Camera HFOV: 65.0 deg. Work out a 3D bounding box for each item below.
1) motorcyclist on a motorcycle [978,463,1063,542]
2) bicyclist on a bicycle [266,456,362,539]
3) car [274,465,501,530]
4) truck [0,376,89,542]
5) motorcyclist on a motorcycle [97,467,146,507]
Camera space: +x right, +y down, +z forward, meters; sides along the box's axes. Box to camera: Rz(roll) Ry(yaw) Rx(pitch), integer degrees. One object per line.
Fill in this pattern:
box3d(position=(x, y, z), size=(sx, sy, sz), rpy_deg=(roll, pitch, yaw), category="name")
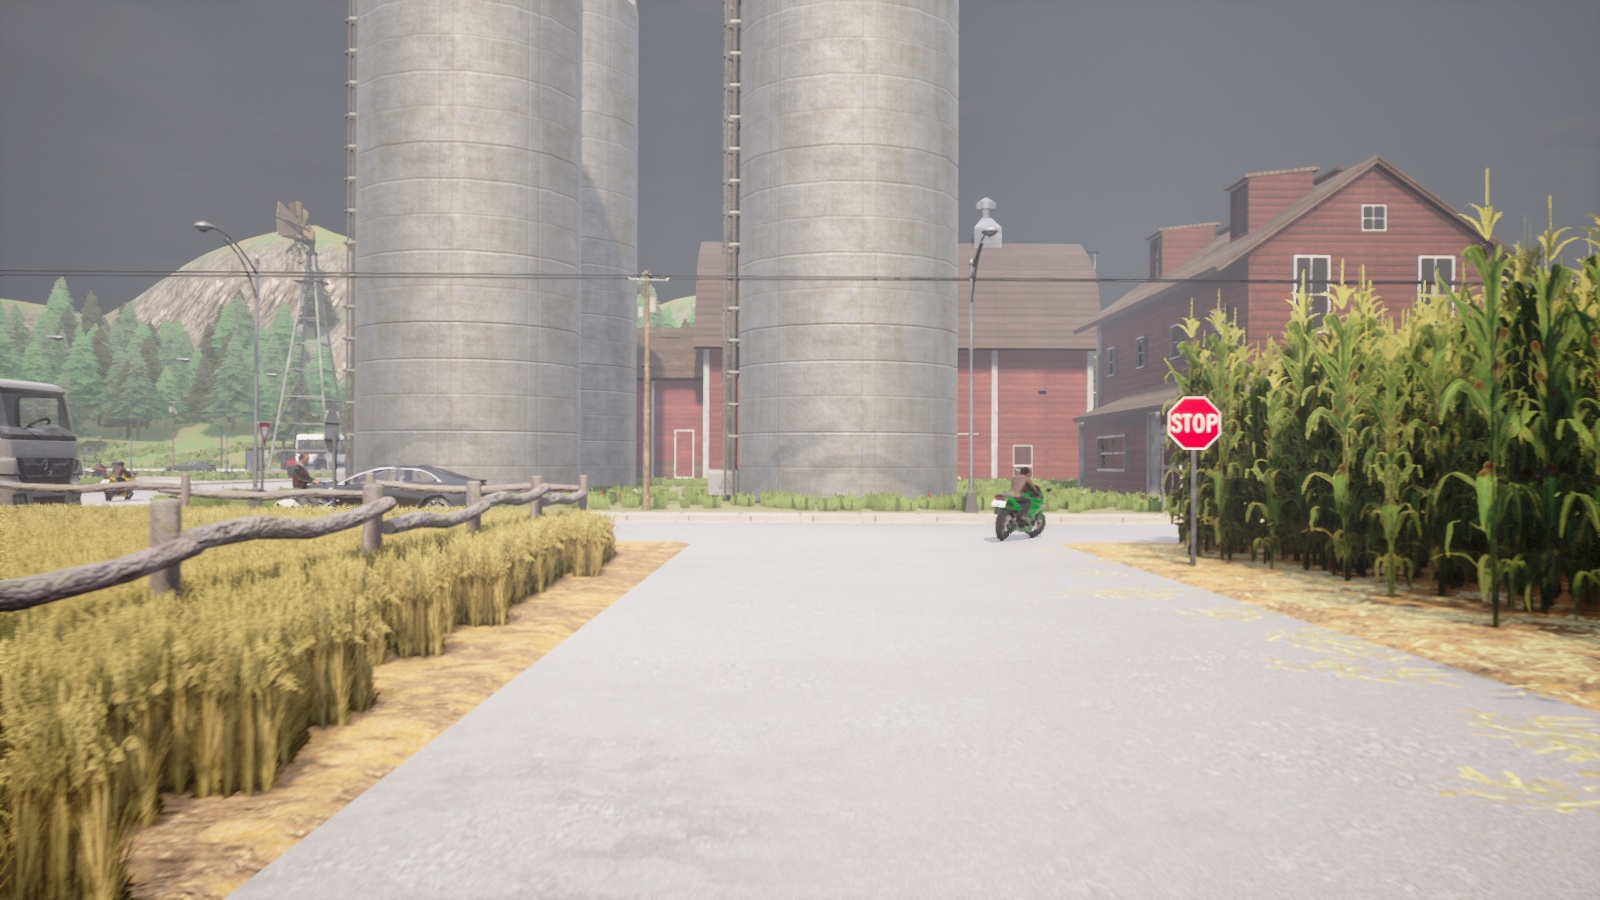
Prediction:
box3d(position=(4.593, 1.065, 26.078), size=(0.797, 1.523, 2.044), rpy_deg=(4, 2, 39), category="motorcyclist on a motorcycle")
box3d(position=(-10.662, 1.029, 27.579), size=(1.843, 1.776, 0.659), rpy_deg=(0, -1, 0), category="bicyclist on a bicycle")
box3d(position=(-10.110, 1.147, 31.073), size=(4.902, 1.511, 2.128), rpy_deg=(0, -1, 0), category="car")
box3d(position=(-20.384, 0.215, 27.531), size=(7.936, 3.462, 2.891), rpy_deg=(0, -1, 0), category="truck")
box3d(position=(-26.076, 1.408, 48.277), size=(0.797, 1.523, 2.044), rpy_deg=(0, -1, -1), category="motorcyclist on a motorcycle")
